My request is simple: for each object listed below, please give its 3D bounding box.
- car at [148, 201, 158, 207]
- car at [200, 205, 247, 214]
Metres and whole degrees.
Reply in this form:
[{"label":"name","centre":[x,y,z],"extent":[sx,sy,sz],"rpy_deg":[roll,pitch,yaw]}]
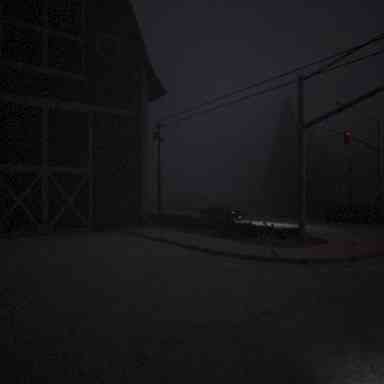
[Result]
[{"label":"car","centre":[-6.644,1.927,49.621],"extent":[1.895,1.301,4.718],"rpy_deg":[0,0,-34]},{"label":"car","centre":[2.776,1.801,29.523],"extent":[1.895,1.301,4.718],"rpy_deg":[0,0,-34]}]
